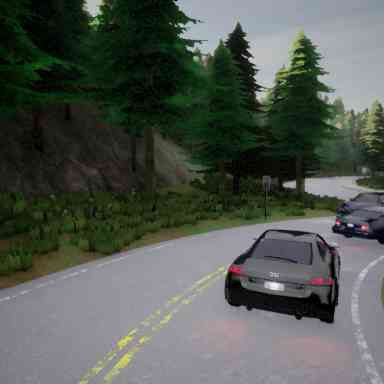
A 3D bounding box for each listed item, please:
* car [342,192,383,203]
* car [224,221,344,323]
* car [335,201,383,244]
[{"bbox_3d":[10.828,0.831,20.196,4.553,1.767,2.097,-2,5,-32],"label":"car"},{"bbox_3d":[2.205,1.532,7.417,1.994,1.385,4.181,2,1,24],"label":"car"},{"bbox_3d":[8.582,1.371,14.943,5.357,1.411,2.033,-1,5,-33],"label":"car"}]
